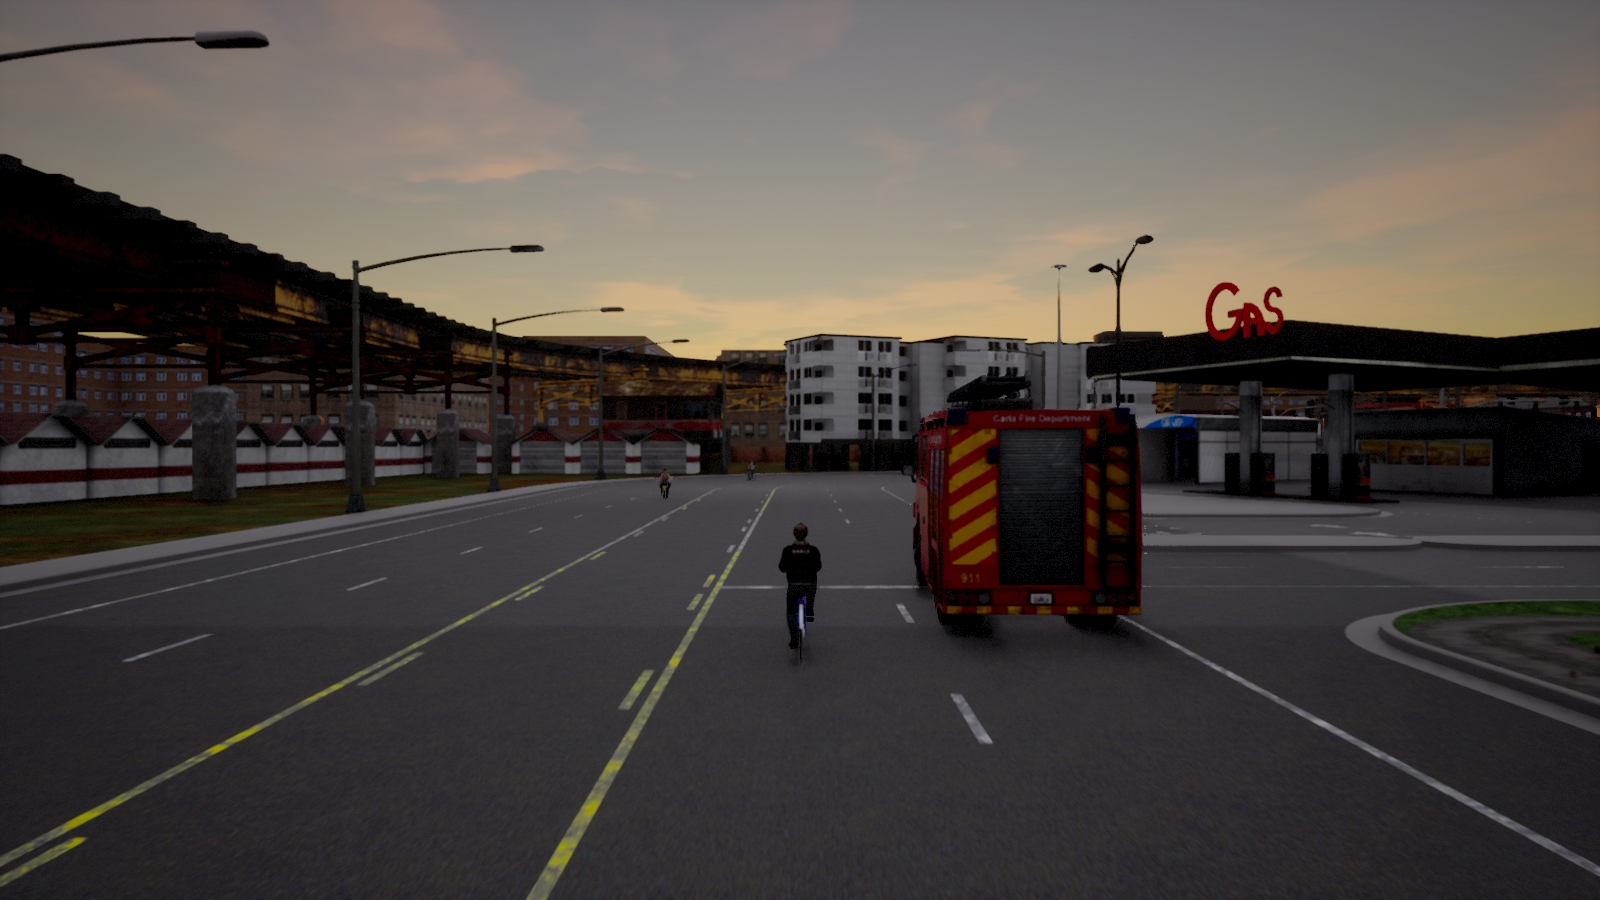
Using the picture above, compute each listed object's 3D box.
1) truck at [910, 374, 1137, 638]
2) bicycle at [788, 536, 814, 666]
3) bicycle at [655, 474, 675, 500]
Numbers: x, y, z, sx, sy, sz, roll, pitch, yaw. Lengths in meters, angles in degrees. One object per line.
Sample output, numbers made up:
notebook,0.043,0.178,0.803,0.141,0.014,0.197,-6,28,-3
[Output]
truck,3.660,0.800,20.885,2.891,3.827,8.468,0,0,3
bicycle,0.006,1.979,15.396,0.329,1.496,1.835,0,0,0
bicycle,-6.982,1.900,58.985,0.859,1.301,1.487,0,0,0
